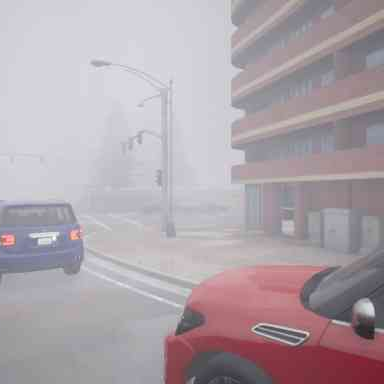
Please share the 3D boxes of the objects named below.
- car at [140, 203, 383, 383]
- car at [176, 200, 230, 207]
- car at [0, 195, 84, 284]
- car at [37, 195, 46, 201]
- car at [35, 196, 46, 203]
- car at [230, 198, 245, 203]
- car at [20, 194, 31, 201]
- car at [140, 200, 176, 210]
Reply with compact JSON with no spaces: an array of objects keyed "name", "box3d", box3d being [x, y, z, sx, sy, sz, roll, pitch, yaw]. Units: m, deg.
[{"name":"car","box3d":[2.364,1.221,2.441,5.566,2.045,2.150,0,0,36]},{"name":"car","box3d":[1.105,1.656,34.237,4.718,1.301,1.895,0,0,-23]},{"name":"car","box3d":[-4.941,1.221,9.792,2.150,2.045,5.566,0,0,-36]},{"name":"car","box3d":[-37.290,1.478,82.497,1.882,1.535,5.008,0,0,-23]},{"name":"car","box3d":[-33.261,1.540,73.024,2.033,1.411,5.357,0,0,-23]},{"name":"car","box3d":[5.172,1.533,39.723,5.008,1.535,1.882,0,0,-23]},{"name":"car","box3d":[-40.464,1.355,81.017,2.097,1.767,4.553,0,0,-23]},{"name":"car","box3d":[-3.352,1.581,36.150,4.674,1.442,1.812,0,0,-23]}]
